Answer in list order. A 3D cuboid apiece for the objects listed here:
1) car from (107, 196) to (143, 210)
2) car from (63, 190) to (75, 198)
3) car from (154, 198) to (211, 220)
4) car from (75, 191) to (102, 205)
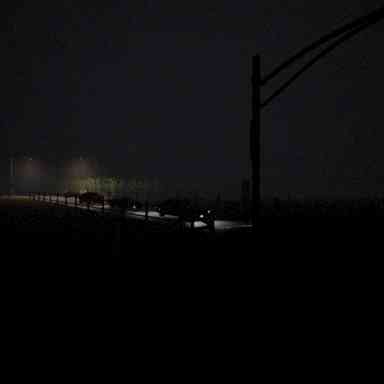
[{"bbox_3d":[-6.591,1.050,32.613,1.895,1.301,4.718,0,1,-35],"label":"car"},{"bbox_3d":[-22.525,0.353,62.016,1.882,1.535,5.008,0,1,-35],"label":"car"},{"bbox_3d":[-0.856,1.179,24.361,2.033,1.411,5.357,0,1,-35],"label":"car"},{"bbox_3d":[-12.453,0.742,41.068,1.882,1.535,5.008,0,1,-35],"label":"car"}]
